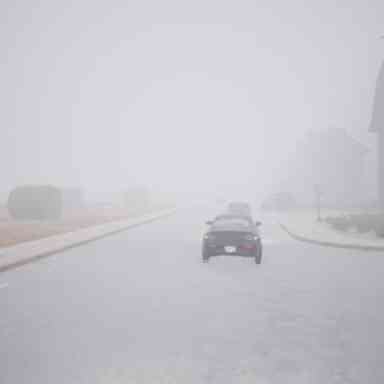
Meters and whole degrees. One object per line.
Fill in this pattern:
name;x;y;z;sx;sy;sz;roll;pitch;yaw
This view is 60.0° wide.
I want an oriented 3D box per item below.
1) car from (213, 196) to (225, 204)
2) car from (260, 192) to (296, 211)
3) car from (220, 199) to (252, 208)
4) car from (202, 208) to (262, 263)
car;4.738;1.347;56.642;1.994;1.385;4.181;0;0;9
car;9.453;0.993;36.556;1.905;1.878;3.866;-7;2;-34
car;3.422;1.448;24.605;2.033;1.411;5.357;0;0;9
car;1.442;1.468;11.658;1.812;1.442;4.674;0;-1;9
